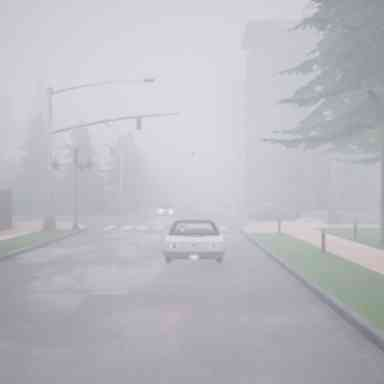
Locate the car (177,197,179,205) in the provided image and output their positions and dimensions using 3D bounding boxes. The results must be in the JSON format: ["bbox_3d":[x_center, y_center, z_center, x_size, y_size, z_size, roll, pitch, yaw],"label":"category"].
[{"bbox_3d":[-3.560,1.634,65.091,1.882,1.535,5.008,0,0,1],"label":"car"}]

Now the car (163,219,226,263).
[{"bbox_3d":[0.073,1.625,11.984,1.895,1.301,4.718,0,0,0],"label":"car"}]

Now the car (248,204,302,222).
[{"bbox_3d":[6.694,1.632,26.939,4.181,1.385,1.994,0,0,-12],"label":"car"}]

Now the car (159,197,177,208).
[{"bbox_3d":[-3.743,1.727,49.150,1.895,1.301,4.718,0,0,1],"label":"car"}]
